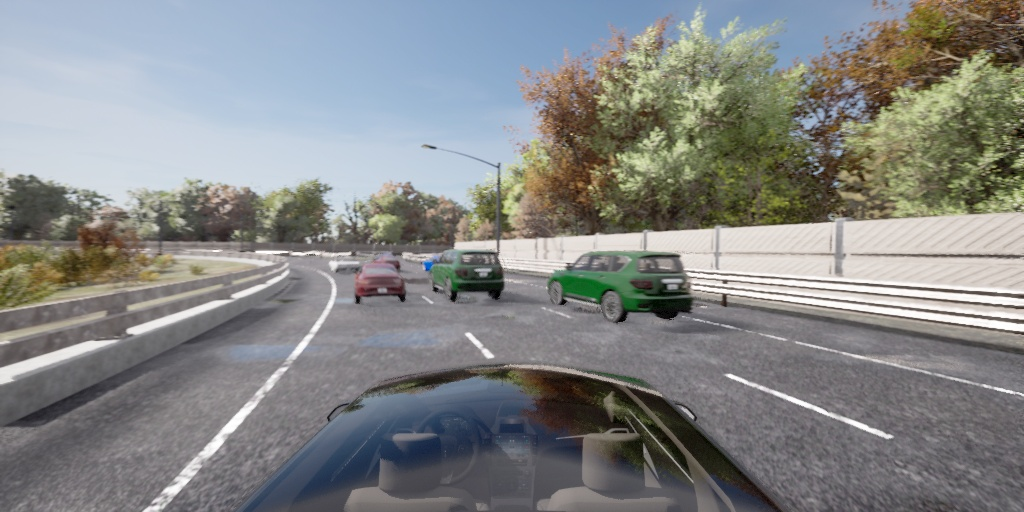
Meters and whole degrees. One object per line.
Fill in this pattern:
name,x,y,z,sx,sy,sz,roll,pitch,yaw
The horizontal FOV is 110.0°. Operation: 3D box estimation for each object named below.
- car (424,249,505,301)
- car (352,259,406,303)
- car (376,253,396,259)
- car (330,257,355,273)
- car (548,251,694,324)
car,-2.163,0.735,15.932,2.150,2.045,5.566,0,1,-24
car,-5.545,1.015,14.890,1.812,1.442,4.674,0,1,-24
car,-11.581,0.678,32.873,1.812,1.442,4.674,0,1,-33
car,-14.546,0.745,31.059,1.895,1.301,4.718,0,1,-34
car,3.227,0.858,11.861,2.150,2.045,5.566,0,1,-21
